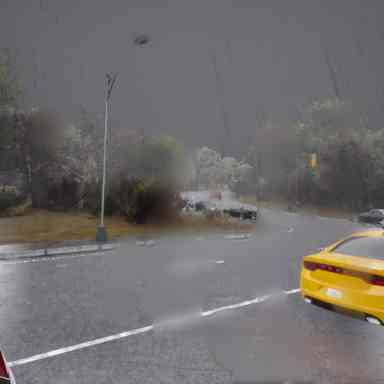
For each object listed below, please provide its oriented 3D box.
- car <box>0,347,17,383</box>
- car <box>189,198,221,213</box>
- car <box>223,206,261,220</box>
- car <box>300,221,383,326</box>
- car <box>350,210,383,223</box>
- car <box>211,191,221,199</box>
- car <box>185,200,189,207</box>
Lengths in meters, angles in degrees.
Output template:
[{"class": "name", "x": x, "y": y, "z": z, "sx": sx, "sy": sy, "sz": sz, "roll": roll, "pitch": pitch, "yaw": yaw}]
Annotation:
[{"class": "car", "x": -3.240, "y": 1.353, "z": 1.440, "sx": 4.553, "sy": 1.767, "sz": 2.097, "roll": 0, "pitch": 0, "yaw": -35}, {"class": "car", "x": 1.773, "y": 1.926, "z": 43.099, "sx": 2.128, "sy": 1.511, "sz": 4.902, "roll": 2, "pitch": 0, "yaw": -19}, {"class": "car", "x": 5.105, "y": 2.147, "z": 34.294, "sx": 1.895, "sy": 1.301, "sz": 4.718, "roll": 3, "pitch": -1, "yaw": -22}, {"class": "car", "x": 4.352, "y": 1.542, "z": 6.855, "sx": 5.008, "sy": 1.535, "sz": 1.882, "roll": 1, "pitch": -1, "yaw": -35}, {"class": "car", "x": 17.829, "y": 2.497, "z": 32.328, "sx": 1.837, "sy": 1.490, "sz": 4.892, "roll": 2, "pitch": -1, "yaw": -26}, {"class": "car", "x": 5.737, "y": 0.741, "z": 78.963, "sx": 2.150, "sy": 2.045, "sz": 5.566, "roll": 2, "pitch": 2, "yaw": -1}, {"class": "car", "x": -1.046, "y": 1.726, "z": 52.688, "sx": 1.994, "sy": 1.385, "sz": 4.181, "roll": 2, "pitch": 1, "yaw": -14}]
